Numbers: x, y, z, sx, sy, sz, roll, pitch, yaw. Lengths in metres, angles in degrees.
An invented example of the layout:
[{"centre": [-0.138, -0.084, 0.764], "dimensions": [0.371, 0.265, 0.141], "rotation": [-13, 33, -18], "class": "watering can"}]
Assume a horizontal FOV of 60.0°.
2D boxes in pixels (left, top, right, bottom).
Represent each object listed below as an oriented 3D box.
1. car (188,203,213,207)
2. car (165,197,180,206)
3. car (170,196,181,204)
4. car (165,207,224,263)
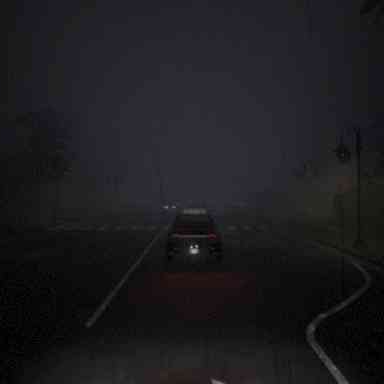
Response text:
[{"centre": [0.705, 1.619, 30.014], "dimensions": [1.895, 1.301, 4.718], "rotation": [0, 0, 13], "class": "car"}, {"centre": [-3.530, 1.664, 56.998], "dimensions": [2.033, 1.411, 5.357], "rotation": [0, 0, 1], "class": "car"}, {"centre": [-3.491, 1.658, 70.092], "dimensions": [2.033, 1.411, 5.357], "rotation": [0, 0, 0], "class": "car"}, {"centre": [0.073, 1.518, 12.131], "dimensions": [2.128, 1.511, 4.902], "rotation": [0, 0, 0], "class": "car"}]
